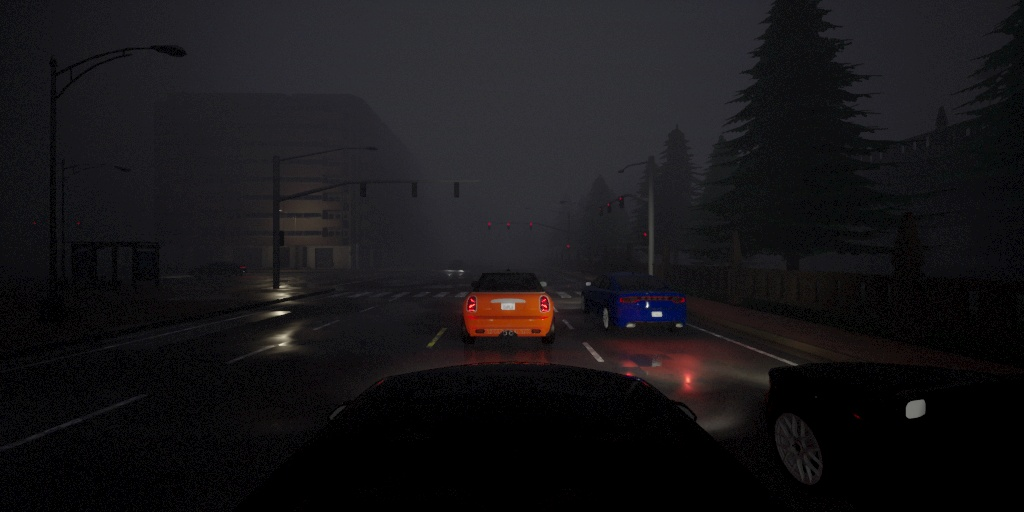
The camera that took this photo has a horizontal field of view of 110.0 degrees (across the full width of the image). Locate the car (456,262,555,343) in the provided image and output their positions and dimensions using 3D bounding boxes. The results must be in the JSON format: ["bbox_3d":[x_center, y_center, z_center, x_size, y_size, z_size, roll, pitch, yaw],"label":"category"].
[{"bbox_3d":[-0.081,1.102,9.813,2.097,1.767,4.553,0,0,0],"label":"car"}]

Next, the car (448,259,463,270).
[{"bbox_3d":[-7.938,1.255,51.802,1.837,1.490,4.892,0,0,1],"label":"car"}]

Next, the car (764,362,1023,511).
[{"bbox_3d":[3.288,1.228,1.431,1.882,1.535,5.008,0,0,3],"label":"car"}]

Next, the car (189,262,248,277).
[{"bbox_3d":[-29.112,1.310,35.615,4.892,1.490,1.837,0,0,-1],"label":"car"}]

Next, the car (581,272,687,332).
[{"bbox_3d":[3.418,1.228,10.957,1.882,1.535,5.008,0,0,0],"label":"car"}]
